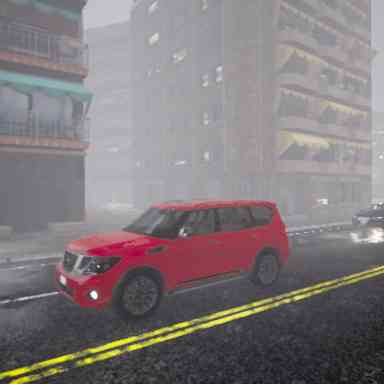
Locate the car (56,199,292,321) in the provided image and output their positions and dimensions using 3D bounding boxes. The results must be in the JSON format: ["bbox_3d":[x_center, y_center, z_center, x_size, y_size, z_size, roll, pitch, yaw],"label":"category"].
[{"bbox_3d":[-0.089,1.215,7.634,5.566,2.045,2.150,-1,0,-36],"label":"car"}]

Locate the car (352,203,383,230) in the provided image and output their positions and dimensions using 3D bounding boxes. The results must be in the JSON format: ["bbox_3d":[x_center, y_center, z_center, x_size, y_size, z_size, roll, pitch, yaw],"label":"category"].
[{"bbox_3d":[11.756,1.457,20.521,4.902,1.511,2.128,0,0,-37],"label":"car"}]
